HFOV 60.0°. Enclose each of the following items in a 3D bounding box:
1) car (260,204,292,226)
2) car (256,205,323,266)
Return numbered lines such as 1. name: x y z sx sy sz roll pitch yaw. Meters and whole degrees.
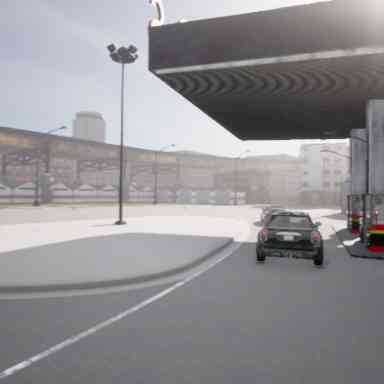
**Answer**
1. car: 6.756 1.820 27.080 1.812 1.442 4.674 1 0 5
2. car: 3.718 1.495 12.508 2.097 1.767 4.553 1 -1 18
